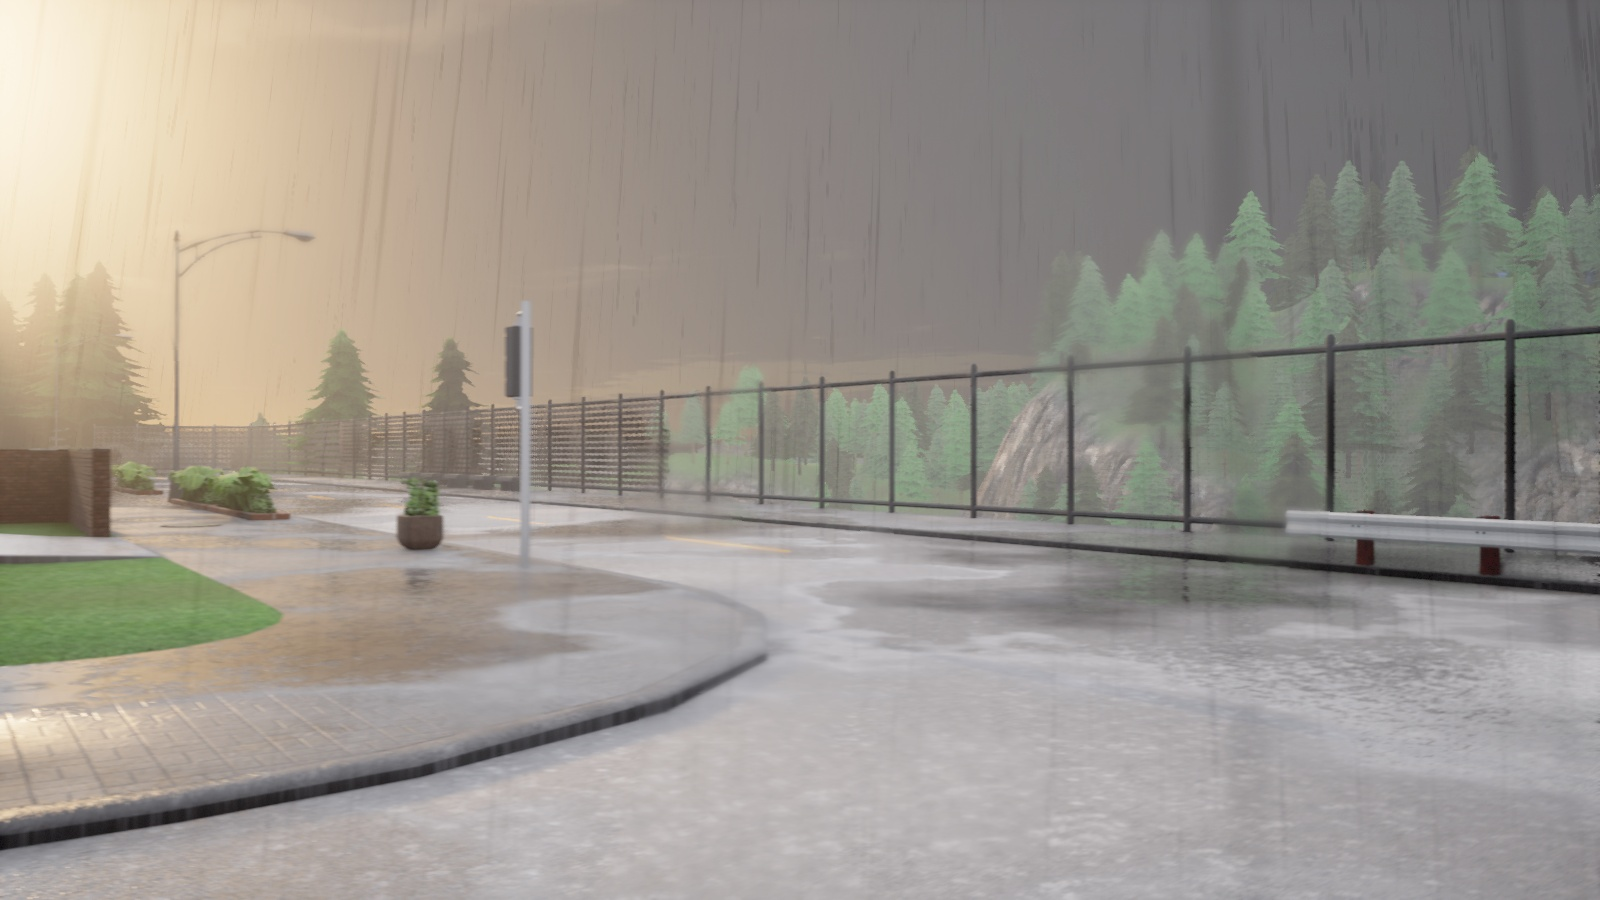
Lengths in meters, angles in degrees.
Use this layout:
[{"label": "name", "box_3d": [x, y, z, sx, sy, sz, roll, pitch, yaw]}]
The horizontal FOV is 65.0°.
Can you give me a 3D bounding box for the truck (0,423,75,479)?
[{"label": "truck", "box_3d": [-50.450, 0.048, 78.953, 7.936, 3.462, 2.891, 0, 0, -13]}]
